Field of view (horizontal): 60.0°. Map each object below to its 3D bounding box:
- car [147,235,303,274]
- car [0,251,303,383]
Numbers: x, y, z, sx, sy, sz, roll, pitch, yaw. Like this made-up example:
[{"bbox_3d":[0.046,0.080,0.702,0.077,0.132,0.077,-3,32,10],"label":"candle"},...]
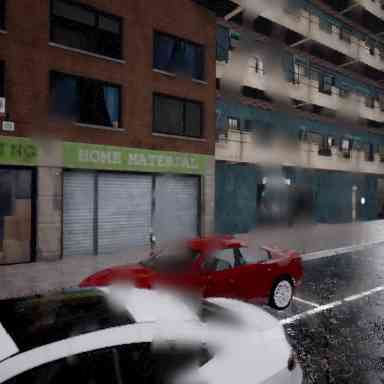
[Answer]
[{"bbox_3d":[0.190,1.545,6.224,4.507,1.381,1.887,0,1,-35],"label":"car"},{"bbox_3d":[-1.170,1.526,2.235,4.674,1.442,1.812,0,0,-35],"label":"car"}]
